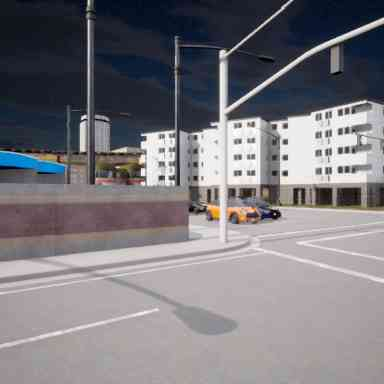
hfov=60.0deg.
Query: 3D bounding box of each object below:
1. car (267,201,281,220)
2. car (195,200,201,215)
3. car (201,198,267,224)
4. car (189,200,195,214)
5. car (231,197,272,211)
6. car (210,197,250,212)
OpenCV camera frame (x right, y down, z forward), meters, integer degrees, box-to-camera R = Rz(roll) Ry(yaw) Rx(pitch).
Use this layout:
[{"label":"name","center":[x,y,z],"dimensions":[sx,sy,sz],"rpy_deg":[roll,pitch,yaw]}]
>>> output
[{"label":"car","center":[5.334,1.564,27.659],"dimensions":[1.994,1.385,4.181],"rpy_deg":[0,0,-35]},{"label":"car","center":[0.342,1.564,34.426],"dimensions":[1.994,1.385,4.181],"rpy_deg":[0,0,-40]},{"label":"car","center":[3.012,1.352,24.899],"dimensions":[2.097,1.767,4.553],"rpy_deg":[0,0,-33]},{"label":"car","center":[-2.583,1.221,32.614],"dimensions":[2.150,2.045,5.566],"rpy_deg":[0,0,-40]},{"label":"car","center":[7.526,1.491,42.577],"dimensions":[2.128,1.511,4.902],"rpy_deg":[0,0,-40]},{"label":"car","center":[4.580,1.477,40.658],"dimensions":[1.882,1.535,5.008],"rpy_deg":[0,0,-41]}]
